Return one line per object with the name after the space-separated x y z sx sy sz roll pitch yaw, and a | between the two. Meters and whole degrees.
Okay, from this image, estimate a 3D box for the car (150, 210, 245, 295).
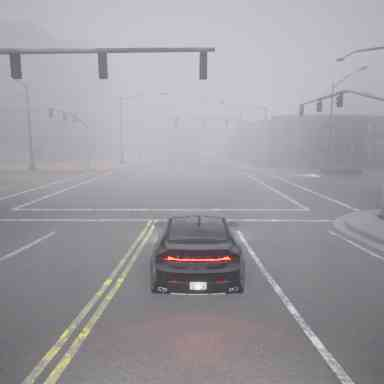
0.112 1.197 8.109 1.837 1.490 4.892 0 4 0 | car

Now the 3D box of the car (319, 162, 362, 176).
15.869 -2.459 35.627 4.181 1.385 1.994 0 8 0 | car
